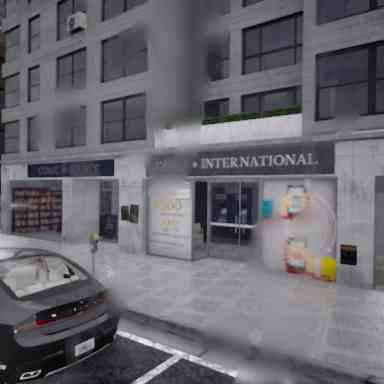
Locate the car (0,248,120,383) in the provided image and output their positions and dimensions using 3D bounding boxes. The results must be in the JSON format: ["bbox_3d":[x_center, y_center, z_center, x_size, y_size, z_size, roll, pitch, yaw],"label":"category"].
[{"bbox_3d":[-3.012,1.547,5.095,4.403,1.369,2.008,0,1,35],"label":"car"}]
